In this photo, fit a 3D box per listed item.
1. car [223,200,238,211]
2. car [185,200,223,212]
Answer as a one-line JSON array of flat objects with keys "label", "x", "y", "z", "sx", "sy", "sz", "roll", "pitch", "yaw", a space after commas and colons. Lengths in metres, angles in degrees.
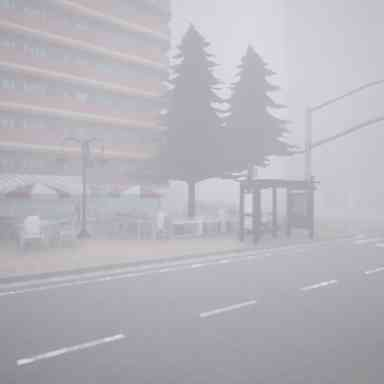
[{"label": "car", "x": 4.209, "y": 1.841, "z": 45.249, "sx": 1.837, "sy": 1.490, "sz": 4.892, "roll": 1, "pitch": -1, "yaw": -35}, {"label": "car", "x": 1.203, "y": 1.841, "z": 43.441, "sx": 2.033, "sy": 1.411, "sz": 5.357, "roll": 1, "pitch": 0, "yaw": -36}]
